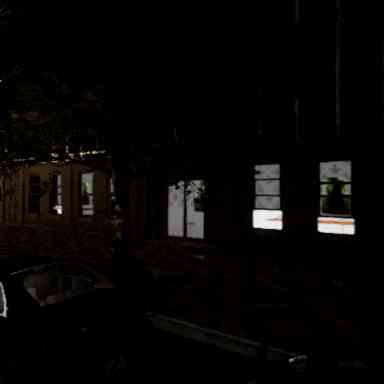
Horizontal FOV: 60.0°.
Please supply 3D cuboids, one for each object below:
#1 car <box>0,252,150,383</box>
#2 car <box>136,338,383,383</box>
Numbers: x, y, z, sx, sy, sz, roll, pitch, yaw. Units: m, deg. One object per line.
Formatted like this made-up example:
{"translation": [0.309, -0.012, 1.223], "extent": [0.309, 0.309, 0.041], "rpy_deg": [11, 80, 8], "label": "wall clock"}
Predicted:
{"translation": [-2.558, 1.536, 4.701], "extent": [4.403, 1.369, 2.008], "rpy_deg": [0, 0, 36], "label": "car"}
{"translation": [2.076, 1.554, 1.394], "extent": [4.403, 1.369, 2.008], "rpy_deg": [0, 0, 36], "label": "car"}
